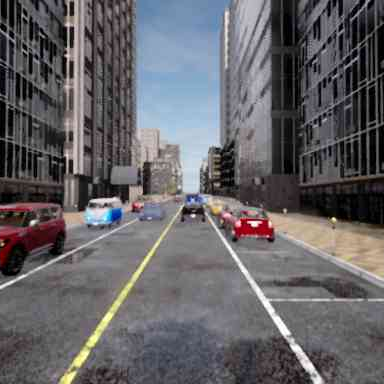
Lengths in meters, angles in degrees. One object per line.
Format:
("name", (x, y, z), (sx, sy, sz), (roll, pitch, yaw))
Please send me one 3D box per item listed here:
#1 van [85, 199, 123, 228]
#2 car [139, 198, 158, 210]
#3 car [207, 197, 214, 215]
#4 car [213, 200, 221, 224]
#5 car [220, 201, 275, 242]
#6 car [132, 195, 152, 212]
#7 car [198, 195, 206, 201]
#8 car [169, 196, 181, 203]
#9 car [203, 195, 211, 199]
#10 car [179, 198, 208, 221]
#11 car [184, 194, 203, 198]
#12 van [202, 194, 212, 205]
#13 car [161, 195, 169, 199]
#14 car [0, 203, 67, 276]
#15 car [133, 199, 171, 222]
("van", (-5.688, 1.346, 21.770), (1.690, 1.788, 3.998), (1, 0, 0))
("car", (-5.656, 1.579, 44.070), (1.947, 1.339, 4.313), (1, 0, 0))
("car", (2.695, 1.534, 33.204), (1.752, 1.417, 4.829), (1, 0, 0))
("car", (2.699, 1.445, 21.880), (1.967, 1.590, 4.097), (1, 0, 0))
("car", (2.701, 1.444, 16.302), (1.967, 1.590, 4.097), (1, 0, 0))
("car", (-5.650, 1.325, 38.495), (2.192, 1.841, 5.009), (1, 0, 0))
("car", (2.679, 1.614, 88.807), (1.802, 1.307, 4.206), (1, 0, 0))
("car", (-3.021, 1.596, 68.091), (1.994, 1.385, 4.181), (0, 0, 0))
("car", (2.690, 1.540, 49.936), (1.752, 1.417, 4.829), (1, 0, 0))
("car", (0.092, 1.512, 27.015), (1.837, 1.490, 4.892), (0, 0, 0))
("car", (0.089, 1.231, 46.051), (2.150, 2.045, 5.566), (0, 0, 0))
("van", (2.691, 1.361, 60.921), (1.690, 1.788, 3.998), (1, 0, 0))
("car", (-5.661, 1.464, 71.947), (1.967, 1.590, 4.097), (1, 0, 0))
("car", (-5.675, 1.318, 10.619), (2.192, 1.841, 5.009), (1, 0, 0))
("car", (-3.107, 1.554, 27.089), (2.033, 1.411, 5.357), (0, 0, 0))
